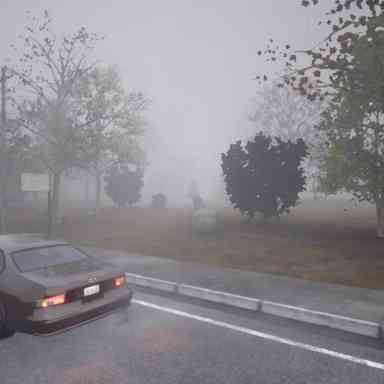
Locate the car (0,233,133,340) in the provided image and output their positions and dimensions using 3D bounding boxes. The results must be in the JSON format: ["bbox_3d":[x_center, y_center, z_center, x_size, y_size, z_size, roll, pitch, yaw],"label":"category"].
[{"bbox_3d":[-3.579,1.547,6.535,5.357,1.411,2.033,0,0,35],"label":"car"}]
